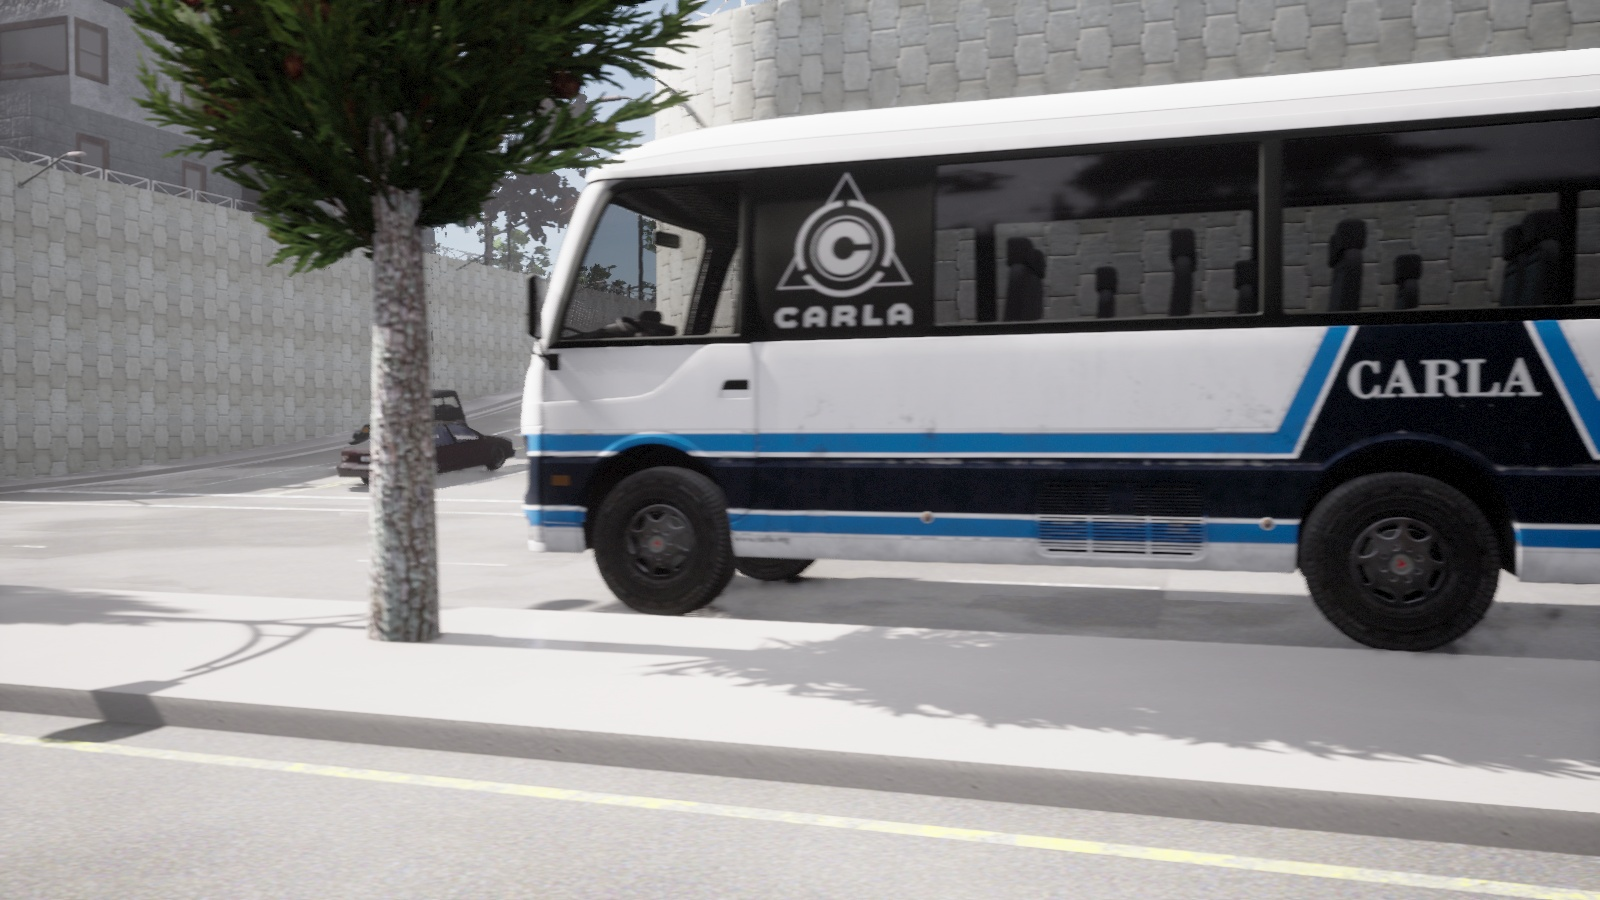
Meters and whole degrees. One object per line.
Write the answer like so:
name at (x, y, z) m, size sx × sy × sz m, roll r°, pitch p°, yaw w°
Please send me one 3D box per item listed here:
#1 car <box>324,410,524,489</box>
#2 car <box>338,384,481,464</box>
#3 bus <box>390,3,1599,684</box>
car at (-9.289, -0.099, 31.620) m, size 2.033 × 1.411 × 5.357 m, roll 1°, pitch 6°, yaw 19°
car at (-11.254, -0.805, 36.479) m, size 1.905 × 1.878 × 3.866 m, roll -1°, pitch 7°, yaw 19°
bus at (2.001, -0.718, 10.940) m, size 10.273 × 4.253 × 3.944 m, roll 1°, pitch 1°, yaw 19°
